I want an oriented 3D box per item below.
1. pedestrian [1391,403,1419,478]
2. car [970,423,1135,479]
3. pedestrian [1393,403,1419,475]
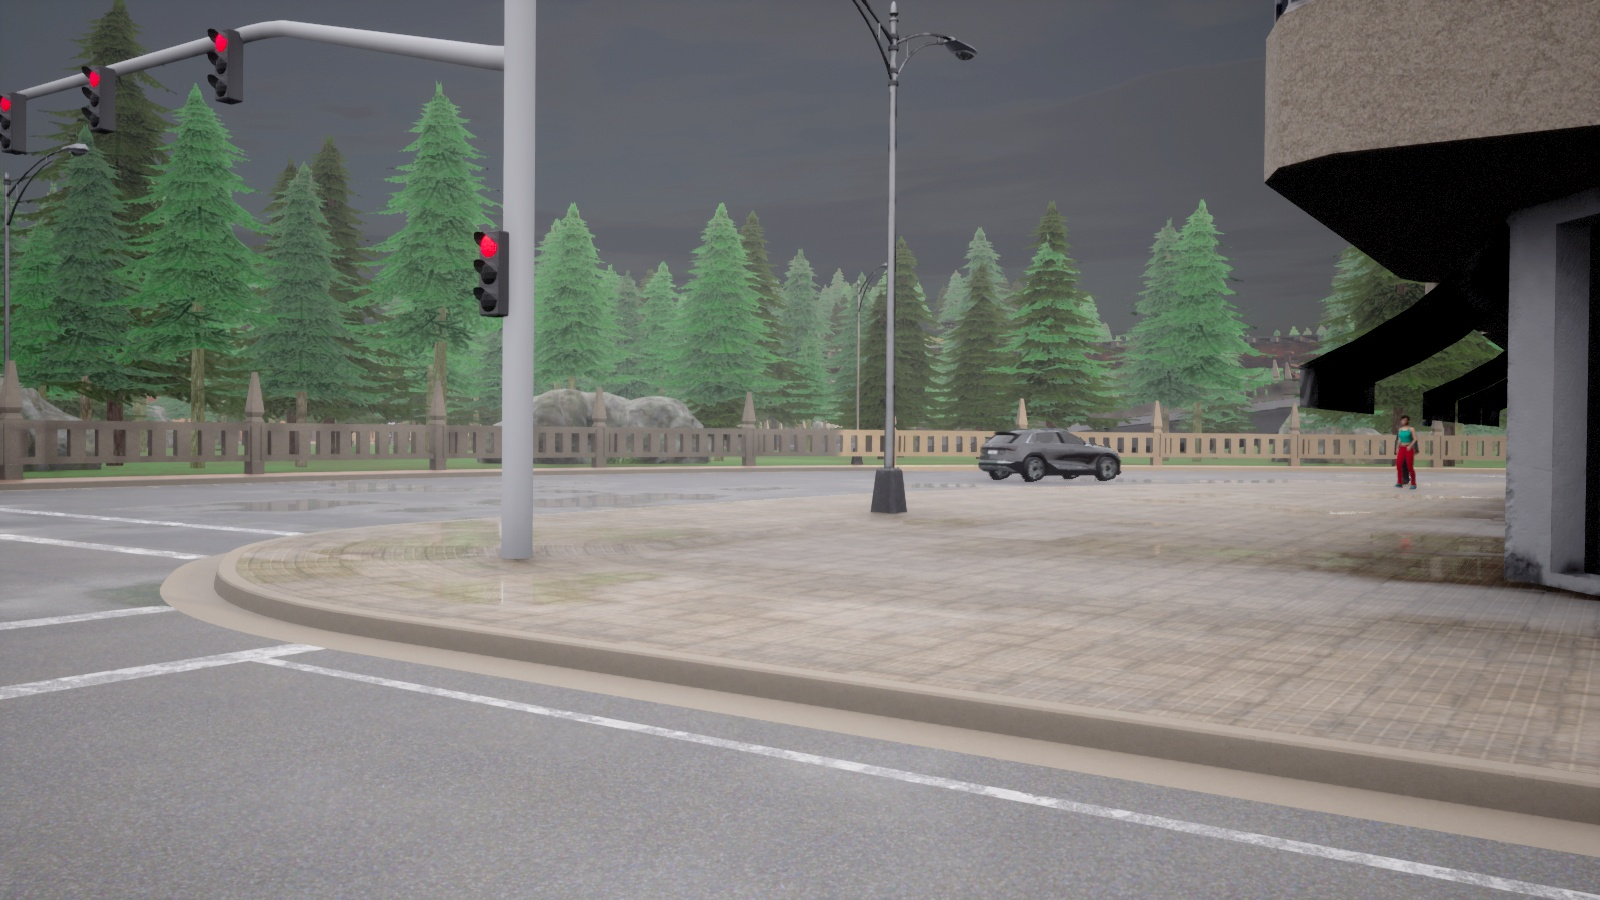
[{"bbox_3d":[14.959,-0.230,31.042,0.594,1.836,0.345,-1,1,-30],"label":"pedestrian"},{"bbox_3d":[7.894,-0.001,39.190,4.856,1.649,2.033,-1,1,-29],"label":"car"},{"bbox_3d":[16.578,-0.296,34.355,0.423,1.949,0.788,0,1,44],"label":"pedestrian"}]
